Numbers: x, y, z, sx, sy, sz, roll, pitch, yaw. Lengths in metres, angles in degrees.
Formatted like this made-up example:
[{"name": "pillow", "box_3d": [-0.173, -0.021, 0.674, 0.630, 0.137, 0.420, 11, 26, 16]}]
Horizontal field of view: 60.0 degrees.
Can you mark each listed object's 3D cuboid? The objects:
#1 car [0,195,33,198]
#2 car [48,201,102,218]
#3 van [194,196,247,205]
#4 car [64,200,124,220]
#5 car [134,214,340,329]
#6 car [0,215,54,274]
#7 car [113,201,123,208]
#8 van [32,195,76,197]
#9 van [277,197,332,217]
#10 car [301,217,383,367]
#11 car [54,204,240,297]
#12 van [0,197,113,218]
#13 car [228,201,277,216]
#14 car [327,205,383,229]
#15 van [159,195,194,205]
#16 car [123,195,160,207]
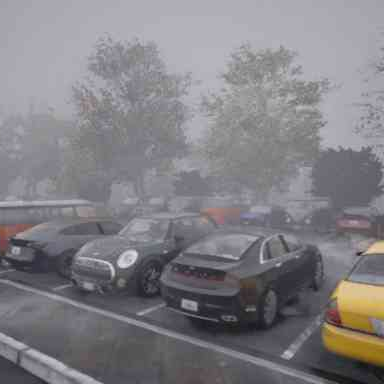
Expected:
[{"name": "car", "box_3d": [-20.275, 1.428, 38.823, 2.435, 2.045, 5.566, 0, 0, 36]}, {"name": "car", "box_3d": [-11.266, 1.657, 32.369, 2.002, 1.452, 4.674, 0, 0, 36]}, {"name": "van", "box_3d": [2.385, 1.297, 22.672, 1.878, 1.987, 4.442, 0, 0, 36]}, {"name": "car", "box_3d": [-8.922, 1.600, 30.670, 2.097, 1.535, 5.008, 0, 0, 36]}, {"name": "car", "box_3d": [1.366, 1.490, 7.133, 2.231, 1.521, 4.892, 0, 0, 36]}, {"name": "car", "box_3d": [-3.118, 1.541, 10.408, 2.163, 1.488, 4.792, 0, 0, 36]}, {"name": "car", "box_3d": [-4.441, 1.318, 27.413, 2.435, 2.045, 5.566, 0, 0, 36]}, {"name": "van", "box_3d": [-13.448, 1.407, 34.082, 1.878, 1.987, 4.442, 0, 0, 36]}, {"name": "van", "box_3d": [6.761, 1.268, 19.241, 1.878, 1.987, 4.442, 0, 0, 35]}, {"name": "car", "box_3d": [3.723, 1.482, 5.671, 1.946, 1.575, 5.366, 0, 0, 36]}, {"name": "car", "box_3d": [-0.867, 1.373, 8.789, 2.185, 1.767, 4.553, 0, 0, 36]}, {"name": "van", "box_3d": [-5.321, 1.301, 12.103, 1.878, 1.987, 4.442, 0, 0, 36]}, {"name": "car", "box_3d": [4.568, 1.507, 20.962, 2.097, 1.535, 5.008, 0, 0, 36]}, {"name": "car", "box_3d": [9.075, 1.514, 17.744, 2.163, 1.488, 4.792, 0, 0, 36]}, {"name": "van", "box_3d": [0.001, 1.312, 24.102, 1.878, 1.987, 4.442, 0, 0, 36]}, {"name": "car", "box_3d": [-2.194, 1.302, 25.794, 2.435, 2.045, 5.566, 0, 0, 36]}]
